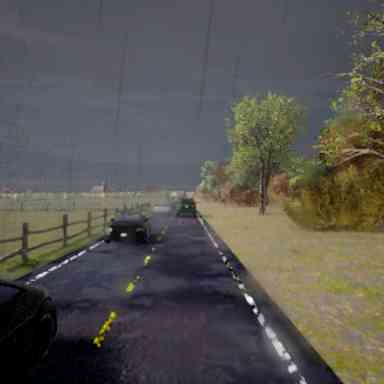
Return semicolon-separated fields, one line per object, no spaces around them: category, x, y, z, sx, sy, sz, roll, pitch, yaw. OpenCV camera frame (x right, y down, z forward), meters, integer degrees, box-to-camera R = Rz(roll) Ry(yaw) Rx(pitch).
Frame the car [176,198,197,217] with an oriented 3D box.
car;-0.616;1.661;37.164;2.150;2.045;5.566;0;-1;-1

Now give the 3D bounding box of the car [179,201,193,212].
car;-0.825;2.031;47.633;1.882;1.535;5.008;0;-1;-1

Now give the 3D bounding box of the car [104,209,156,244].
car;-3.171;1.781;17.112;1.994;1.385;4.181;0;-1;-2

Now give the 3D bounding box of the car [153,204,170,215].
car;-3.630;2.078;40.396;1.895;1.301;4.718;0;-1;-1

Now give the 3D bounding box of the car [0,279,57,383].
car;-2.910;1.609;3.156;1.994;1.385;4.181;0;-1;-1
